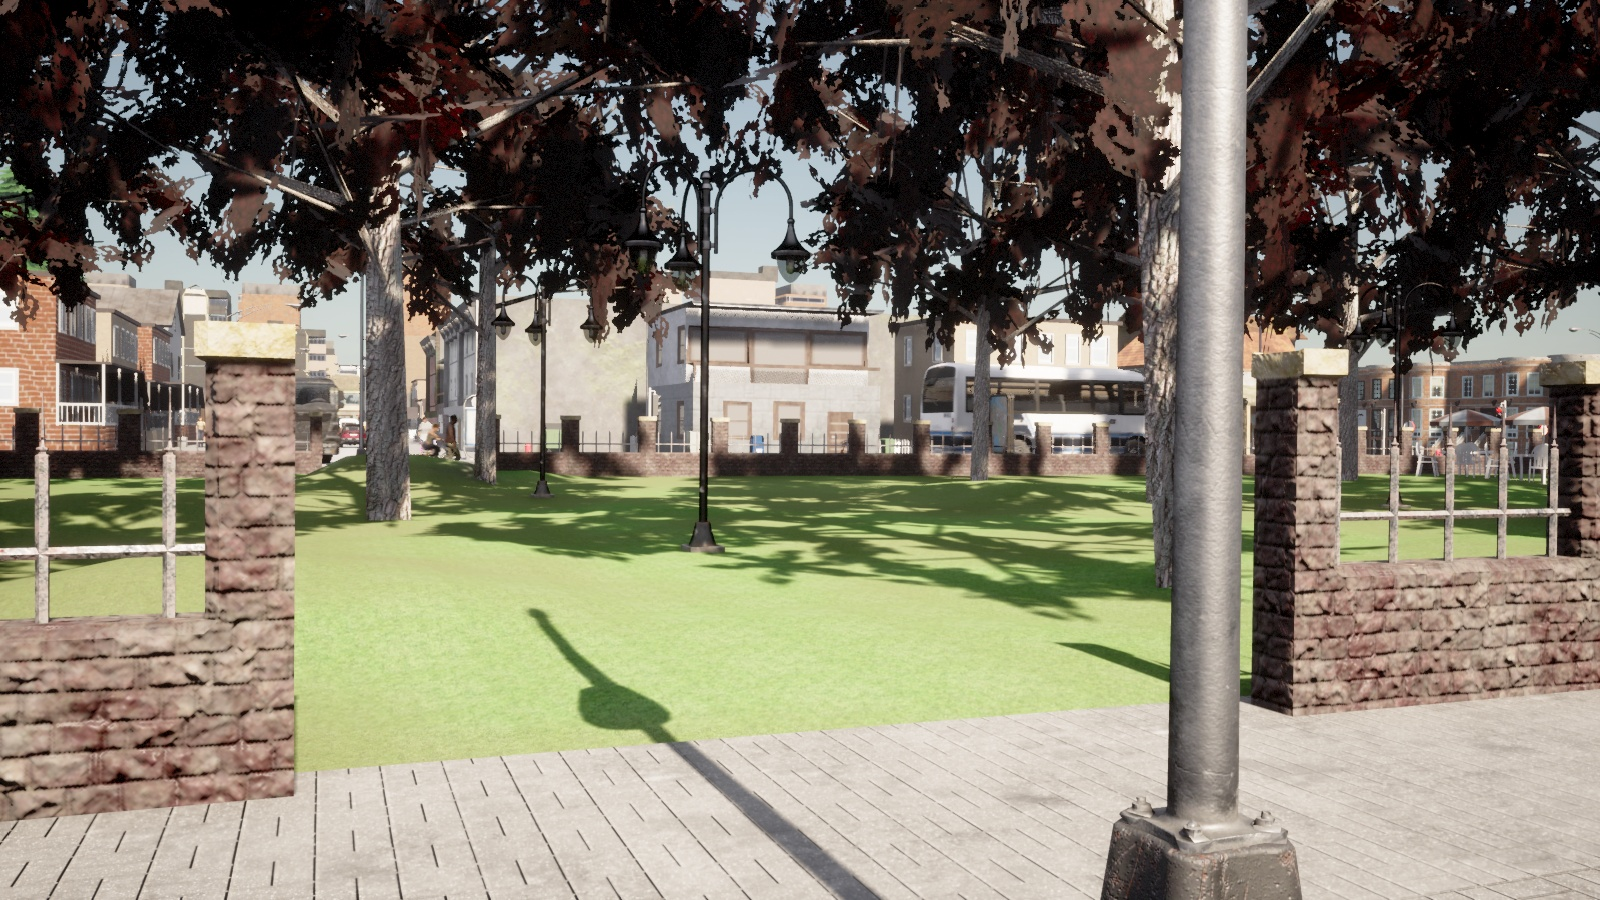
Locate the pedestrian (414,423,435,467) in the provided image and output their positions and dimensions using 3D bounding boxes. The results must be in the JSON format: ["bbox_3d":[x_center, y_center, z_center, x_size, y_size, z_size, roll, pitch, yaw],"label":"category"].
[{"bbox_3d":[-17.102,-0.238,57.165,0.659,1.952,0.873,-1,1,2],"label":"pedestrian"}]

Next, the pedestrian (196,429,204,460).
[{"bbox_3d":[-35.220,-0.312,73.754,0.345,1.836,0.594,-1,1,-21],"label":"pedestrian"}]

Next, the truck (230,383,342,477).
[{"bbox_3d":[-20.787,-0.781,50.482,2.891,3.462,7.936,-1,1,-31],"label":"truck"}]

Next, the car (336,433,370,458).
[{"bbox_3d":[-30.305,-0.329,85.098,2.033,1.649,4.856,-1,1,-21],"label":"car"}]

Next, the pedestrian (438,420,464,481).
[{"bbox_3d":[-10.609,0.001,38.181,0.703,1.840,0.431,-1,1,-21],"label":"pedestrian"}]

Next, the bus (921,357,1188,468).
[{"bbox_3d":[10.526,-1.537,51.920,10.273,4.253,3.944,-1,1,-21],"label":"bus"}]
